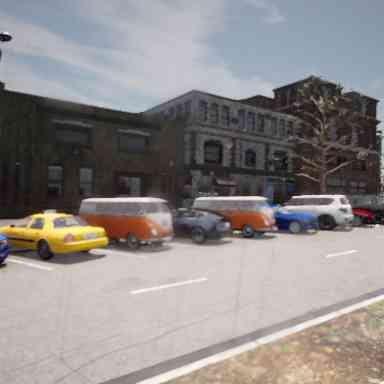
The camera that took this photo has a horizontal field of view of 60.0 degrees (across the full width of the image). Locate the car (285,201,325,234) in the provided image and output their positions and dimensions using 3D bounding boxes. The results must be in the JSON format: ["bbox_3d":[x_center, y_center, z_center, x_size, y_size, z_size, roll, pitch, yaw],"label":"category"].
[{"bbox_3d":[4.601,1.473,19.123,5.008,1.535,2.097,-1,-1,35],"label":"car"}]

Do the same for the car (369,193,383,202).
[{"bbox_3d":[38.198,1.061,68.613,2.185,1.767,4.553,0,-1,36],"label":"car"}]

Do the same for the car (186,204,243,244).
[{"bbox_3d":[-0.367,1.498,15.700,4.792,1.488,2.163,-1,-1,35],"label":"car"}]

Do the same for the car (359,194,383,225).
[{"bbox_3d":[11.982,1.230,24.274,5.566,2.045,2.435,-1,-1,35],"label":"car"}]

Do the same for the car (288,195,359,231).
[{"bbox_3d":[7.045,1.225,20.849,5.566,2.045,2.435,-1,-1,35],"label":"car"}]

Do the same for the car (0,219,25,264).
[{"bbox_3d":[-7.748,1.459,10.504,5.008,1.535,2.097,-1,-1,34],"label":"car"}]

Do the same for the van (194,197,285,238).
[{"bbox_3d":[2.228,1.243,17.345,4.442,1.987,1.878,-1,-1,35],"label":"van"}]

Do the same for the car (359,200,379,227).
[{"bbox_3d":[9.539,1.478,22.550,5.008,1.535,2.097,-1,-1,35],"label":"car"}]

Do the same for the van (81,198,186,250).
[{"bbox_3d":[-2.715,1.238,13.901,4.442,1.987,1.878,-1,-1,35],"label":"van"}]

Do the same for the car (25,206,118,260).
[{"bbox_3d":[-5.436,1.461,12.334,5.366,1.575,1.946,-1,-1,35],"label":"car"}]
